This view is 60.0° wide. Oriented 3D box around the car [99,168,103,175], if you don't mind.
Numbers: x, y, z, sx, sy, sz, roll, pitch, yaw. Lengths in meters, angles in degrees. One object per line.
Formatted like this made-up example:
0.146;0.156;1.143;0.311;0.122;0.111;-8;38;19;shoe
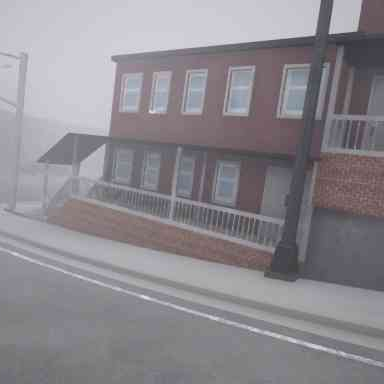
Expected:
-11.310;-3.045;48.741;2.128;1.511;4.902;11;7;35;car

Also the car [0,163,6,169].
-21.886;-2.949;34.099;1.895;1.301;4.718;11;7;35;car

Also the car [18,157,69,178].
-16.080;-2.759;36.150;2.150;2.045;5.566;11;7;35;car
